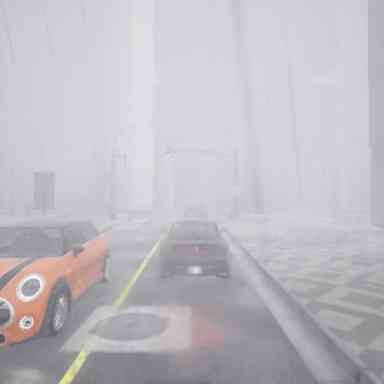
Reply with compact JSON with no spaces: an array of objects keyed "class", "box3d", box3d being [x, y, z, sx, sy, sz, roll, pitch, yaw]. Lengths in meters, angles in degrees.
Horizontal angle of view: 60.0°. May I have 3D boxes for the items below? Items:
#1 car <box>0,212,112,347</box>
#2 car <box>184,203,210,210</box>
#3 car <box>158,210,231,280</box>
[{"class":"car","box3d":[-3.103,1.372,6.654,2.097,1.767,4.553,0,0,0]},{"class":"car","box3d":[0.368,1.570,26.219,2.128,1.511,4.902,0,0,5]},{"class":"car","box3d":[0.068,1.536,10.021,1.837,1.490,4.892,0,0,0]}]
